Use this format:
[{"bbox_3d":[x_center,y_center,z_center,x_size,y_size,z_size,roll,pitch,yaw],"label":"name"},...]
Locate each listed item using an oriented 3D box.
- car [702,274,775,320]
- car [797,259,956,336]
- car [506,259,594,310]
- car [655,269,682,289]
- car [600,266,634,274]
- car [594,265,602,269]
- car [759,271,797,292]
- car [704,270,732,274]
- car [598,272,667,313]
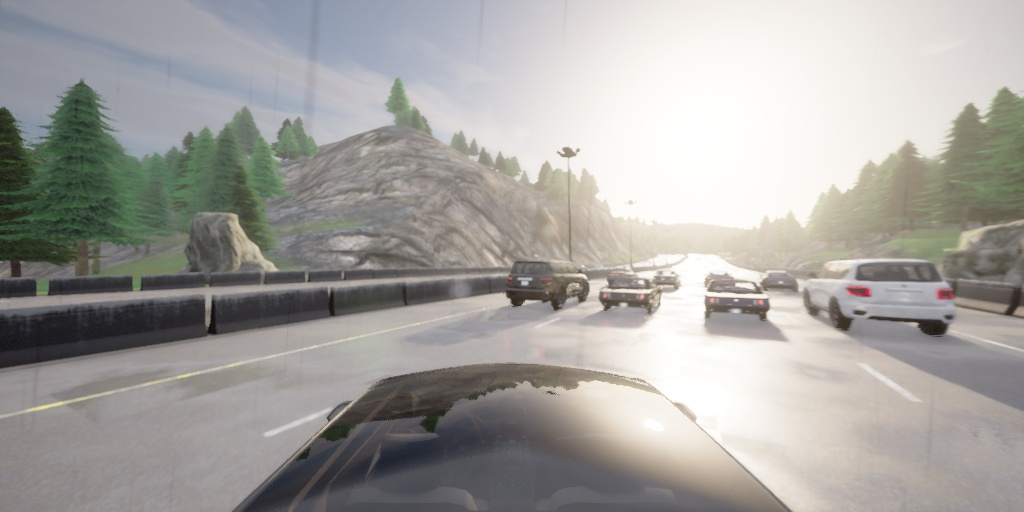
[{"bbox_3d":[8.242,1.519,13.458,1.895,1.301,4.718,0,-1,29],"label":"car"},{"bbox_3d":[11.028,1.112,11.266,2.150,2.045,5.566,0,-1,29],"label":"car"},{"bbox_3d":[1.773,1.173,16.226,2.150,2.045,5.566,0,-1,29],"label":"car"},{"bbox_3d":[11.926,1.725,27.695,2.033,1.411,5.357,0,-1,29],"label":"car"},{"bbox_3d":[9.341,1.708,30.256,2.128,1.511,4.902,0,-1,29],"label":"car"},{"bbox_3d":[15.263,2.341,63.510,1.812,1.442,4.674,0,-1,29],"label":"car"},{"bbox_3d":[18.554,1.717,25.225,1.994,1.385,4.181,0,-1,29],"label":"car"},{"bbox_3d":[15.478,1.738,26.890,1.994,1.385,4.181,0,-1,29],"label":"car"},{"bbox_3d":[5.159,1.539,15.115,1.895,1.301,4.718,0,-1,29],"label":"car"}]
